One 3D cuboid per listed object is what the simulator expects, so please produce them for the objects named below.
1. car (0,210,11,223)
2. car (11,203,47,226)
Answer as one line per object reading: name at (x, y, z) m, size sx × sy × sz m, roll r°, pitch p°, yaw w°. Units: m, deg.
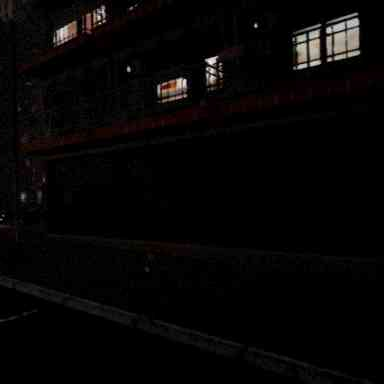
car at (-13.616, 1.703, 27.534) m, size 1.882 × 1.535 × 5.008 m, roll -2°, pitch -1°, yaw 36°
car at (-9.852, 1.620, 23.488) m, size 2.008 × 1.369 × 4.403 m, roll -2°, pitch -1°, yaw 36°
